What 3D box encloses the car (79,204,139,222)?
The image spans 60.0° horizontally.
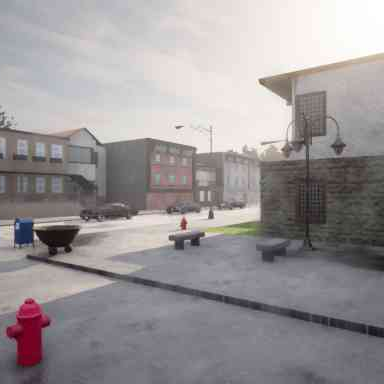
[{"bbox_3d":[-6.554,1.601,26.478,1.895,1.301,4.718,0,0,35],"label":"car"}]

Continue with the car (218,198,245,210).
[{"bbox_3d":[5.122,1.491,42.834,2.128,1.511,4.902,0,0,36],"label":"car"}]

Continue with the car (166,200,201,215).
[{"bbox_3d":[-0.806,1.564,34.550,1.994,1.385,4.181,0,0,35],"label":"car"}]
